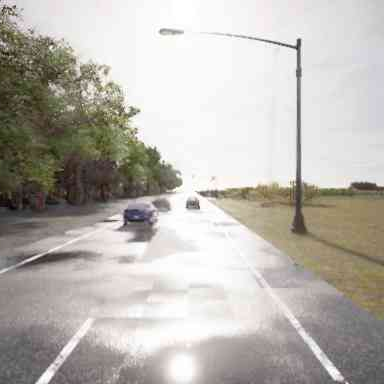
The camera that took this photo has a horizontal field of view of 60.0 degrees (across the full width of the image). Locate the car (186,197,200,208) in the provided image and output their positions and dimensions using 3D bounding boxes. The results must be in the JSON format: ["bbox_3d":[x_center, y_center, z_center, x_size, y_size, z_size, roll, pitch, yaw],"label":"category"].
[{"bbox_3d":[0.111,1.309,43.648,2.033,1.411,5.357,0,0,0],"label":"car"}]

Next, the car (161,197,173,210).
[{"bbox_3d":[-3.391,1.297,38.553,1.837,1.490,4.892,0,1,0],"label":"car"}]

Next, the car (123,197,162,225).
[{"bbox_3d":[-3.394,1.356,22.700,1.882,1.535,5.008,0,0,0],"label":"car"}]
